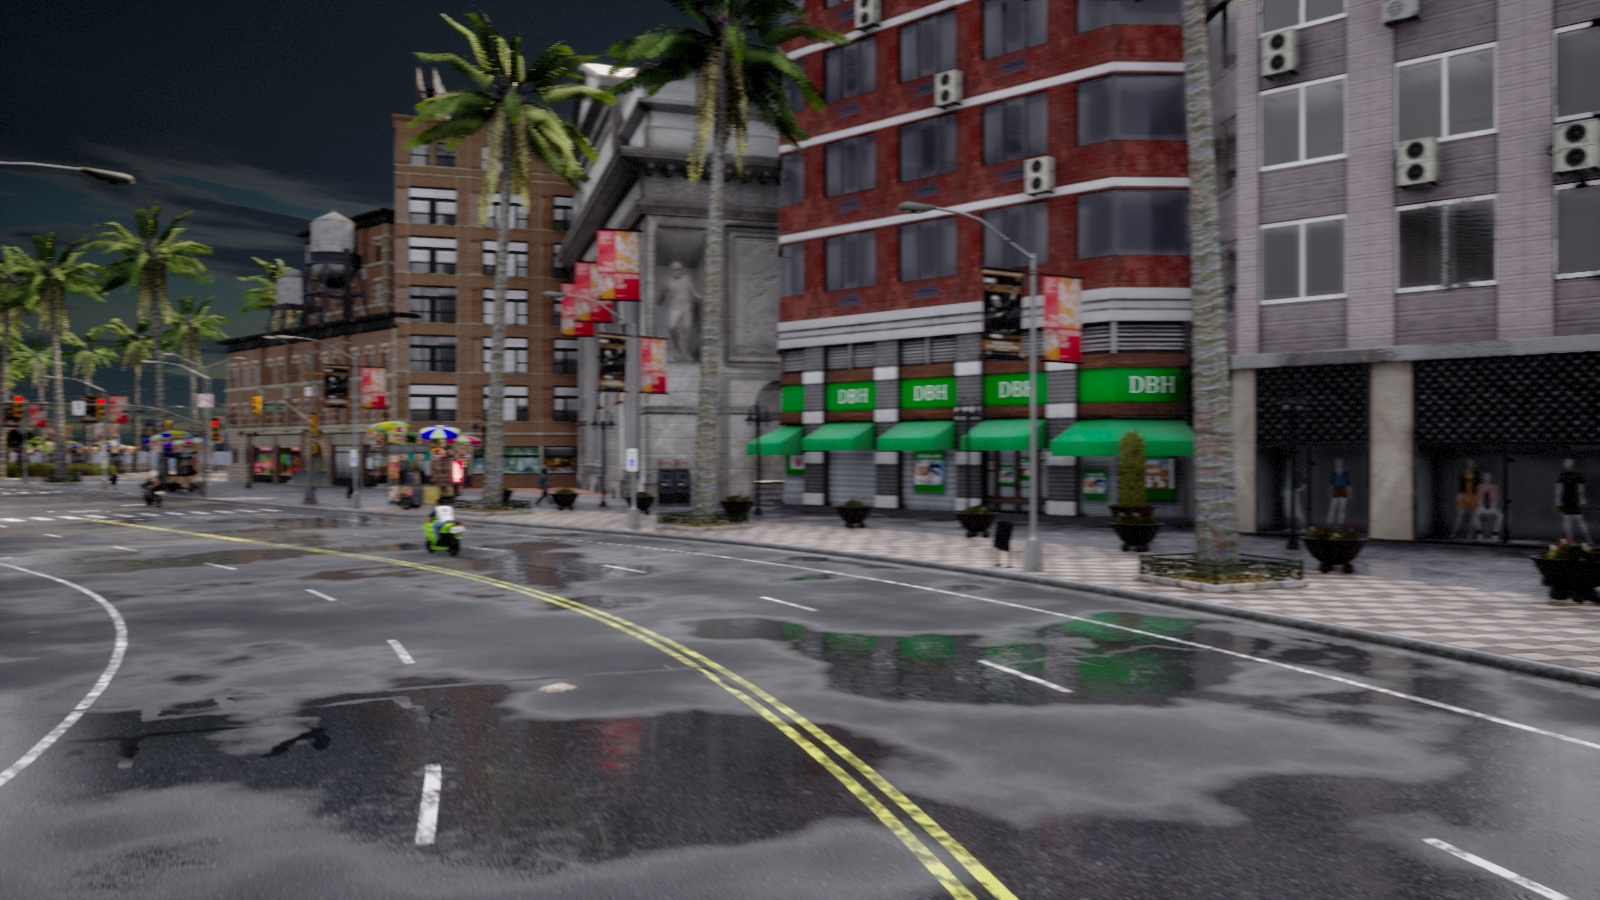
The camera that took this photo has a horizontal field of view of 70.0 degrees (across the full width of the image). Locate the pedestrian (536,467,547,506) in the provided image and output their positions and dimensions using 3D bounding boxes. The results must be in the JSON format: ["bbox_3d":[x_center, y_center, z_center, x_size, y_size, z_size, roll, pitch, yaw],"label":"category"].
[{"bbox_3d":[-12.174,1.723,53.902,0.375,1.860,0.375,0,0,13],"label":"pedestrian"}]

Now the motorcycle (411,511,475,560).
[{"bbox_3d":[-9.435,2.229,30.156,0.803,1.145,2.033,-1,0,-42],"label":"motorcycle"}]

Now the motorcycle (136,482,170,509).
[{"bbox_3d":[-32.418,2.259,57.211,2.209,1.251,0.867,0,0,43],"label":"motorcycle"}]
